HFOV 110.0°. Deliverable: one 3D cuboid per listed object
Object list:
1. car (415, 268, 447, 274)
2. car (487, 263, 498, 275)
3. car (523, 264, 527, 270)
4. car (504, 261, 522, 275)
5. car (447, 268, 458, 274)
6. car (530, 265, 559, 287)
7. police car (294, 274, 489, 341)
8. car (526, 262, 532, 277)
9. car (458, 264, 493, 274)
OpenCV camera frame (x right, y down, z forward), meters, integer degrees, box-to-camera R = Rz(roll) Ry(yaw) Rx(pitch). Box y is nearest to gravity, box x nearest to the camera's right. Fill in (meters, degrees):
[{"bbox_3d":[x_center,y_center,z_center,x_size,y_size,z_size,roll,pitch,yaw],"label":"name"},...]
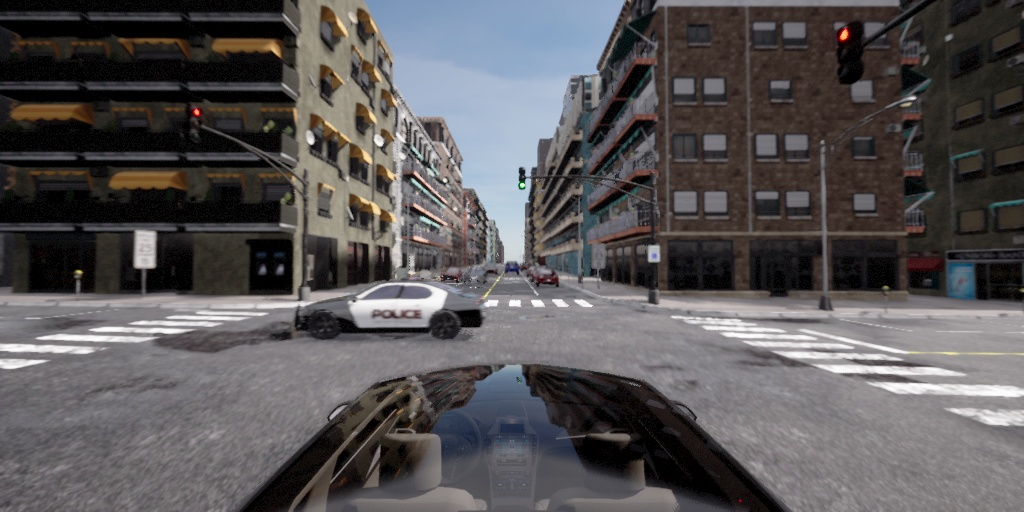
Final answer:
[{"bbox_3d":[-5.686,1.589,22.996,1.751,1.417,4.829,0,0,0],"label":"car"},{"bbox_3d":[-3.049,1.825,51.015,2.097,1.767,4.553,0,-1,0],"label":"car"},{"bbox_3d":[2.698,1.970,45.242,1.802,1.307,4.207,0,0,0],"label":"car"},{"bbox_3d":[0.009,1.742,54.144,2.150,2.045,5.566,0,-1,0],"label":"car"},{"bbox_3d":[-5.685,1.771,34.212,1.888,1.381,4.507,0,0,0],"label":"car"},{"bbox_3d":[2.696,1.690,28.674,1.888,1.381,4.507,0,0,0],"label":"car"},{"bbox_3d":[-3.181,1.373,9.831,4.974,1.542,2.038,0,-1,0],"label":"police car"},{"bbox_3d":[2.697,1.665,34.197,1.967,1.591,4.097,0,0,0],"label":"car"},{"bbox_3d":[-3.085,1.675,31.327,2.128,1.511,4.902,0,-1,0],"label":"car"}]
